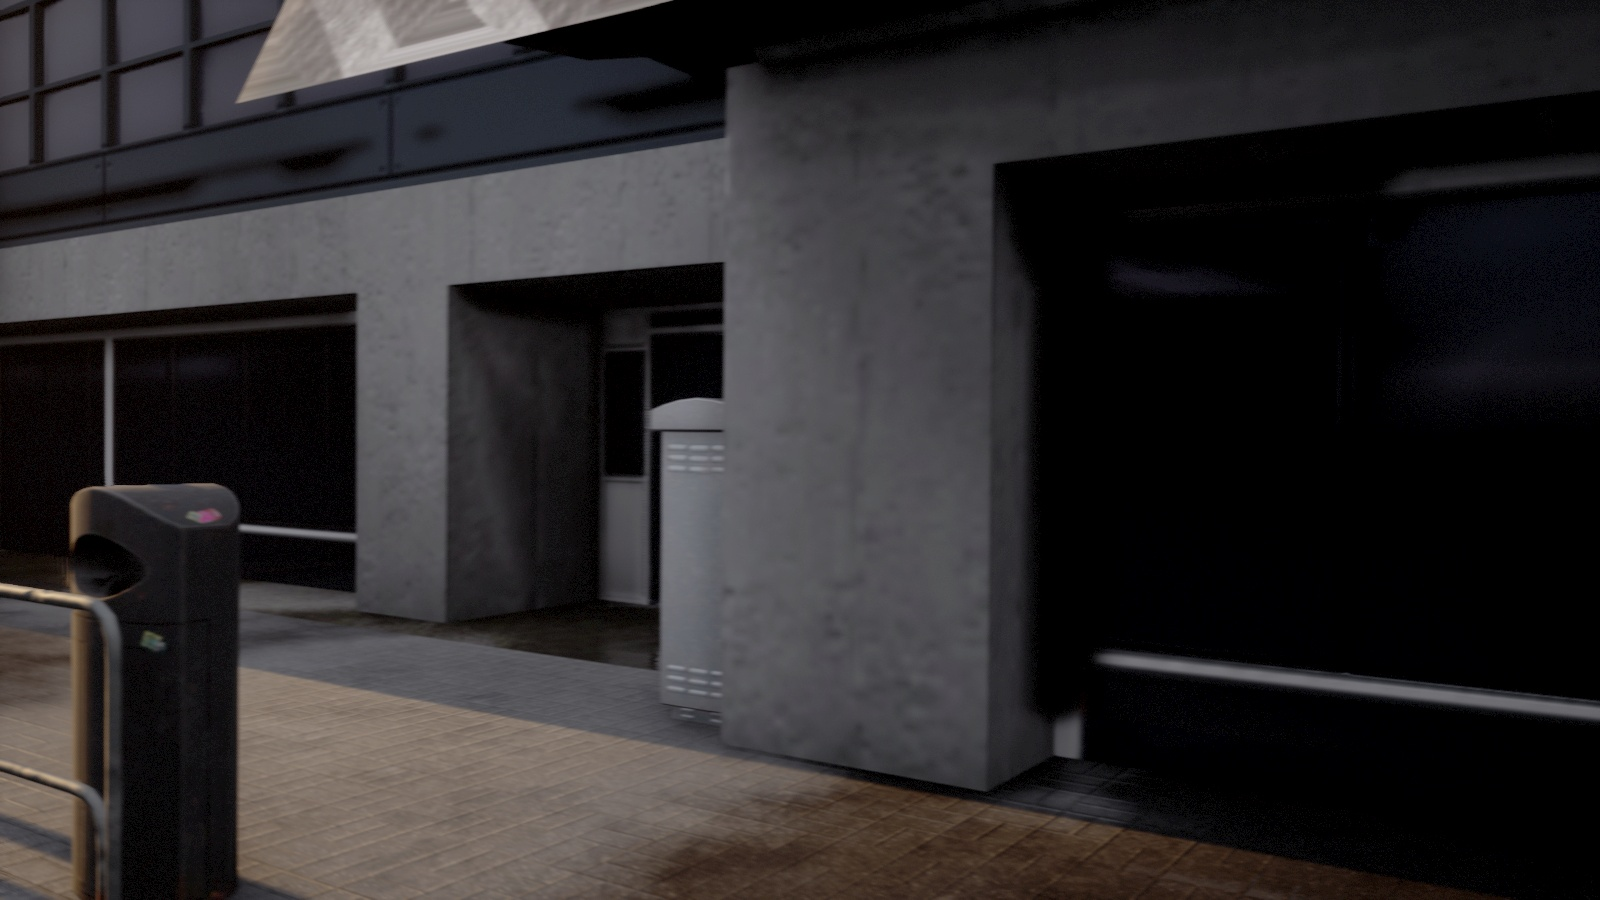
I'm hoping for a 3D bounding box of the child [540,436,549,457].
[{"bbox_3d":[-15.709,-0.198,77.192,0.270,1.263,0.437,0,1,32],"label":"child"}]
